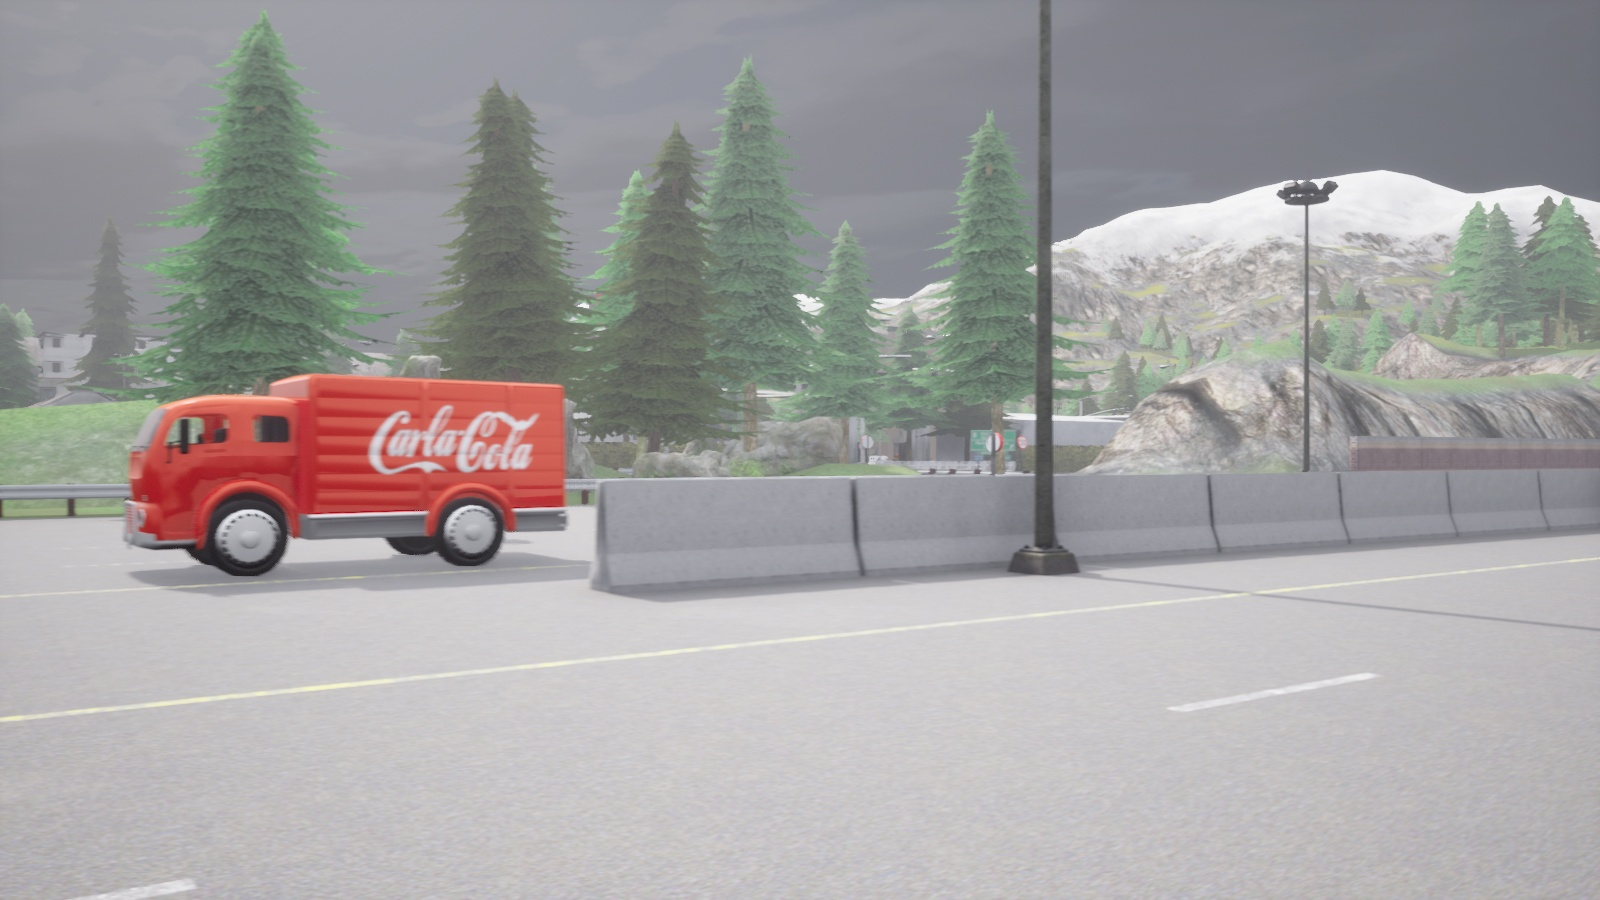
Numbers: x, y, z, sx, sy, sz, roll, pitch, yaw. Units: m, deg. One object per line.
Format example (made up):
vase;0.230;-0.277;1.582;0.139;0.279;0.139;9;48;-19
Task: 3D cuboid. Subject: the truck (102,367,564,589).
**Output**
truck;-6.060;0.311;16.501;5.204;2.467;2.627;0;0;-35
